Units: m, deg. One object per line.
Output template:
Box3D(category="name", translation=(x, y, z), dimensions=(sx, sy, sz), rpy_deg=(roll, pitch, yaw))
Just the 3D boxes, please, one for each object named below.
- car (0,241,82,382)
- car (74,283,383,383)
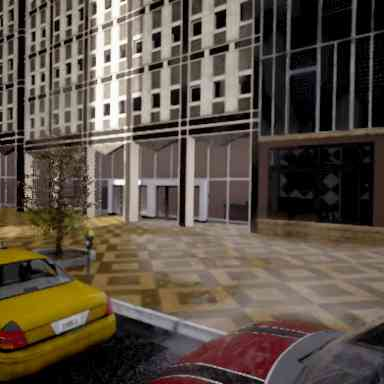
Box3D(category="car", translation=(-3.292, 1.458, 5.215), dimensions=(4.829, 1.417, 1.752), rpy_deg=(1, 1, 36))
Box3D(category="car", translation=(1.472, 1.443, 1.814), dimensions=(4.097, 1.590, 1.967), rpy_deg=(1, 1, 36))
